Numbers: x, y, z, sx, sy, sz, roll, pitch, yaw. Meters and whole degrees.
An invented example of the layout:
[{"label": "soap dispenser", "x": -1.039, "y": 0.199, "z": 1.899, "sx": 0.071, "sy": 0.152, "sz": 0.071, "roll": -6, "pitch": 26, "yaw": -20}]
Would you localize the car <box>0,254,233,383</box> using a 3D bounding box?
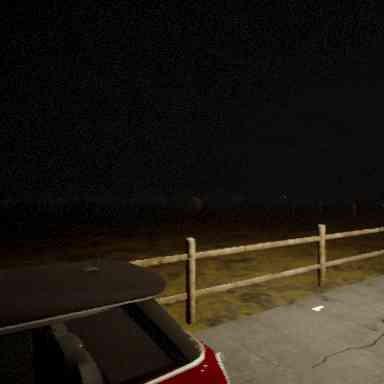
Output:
[{"label": "car", "x": -1.887, "y": 1.355, "z": 1.715, "sx": 4.553, "sy": 1.767, "sz": 2.097, "roll": 0, "pitch": 0, "yaw": -35}]
